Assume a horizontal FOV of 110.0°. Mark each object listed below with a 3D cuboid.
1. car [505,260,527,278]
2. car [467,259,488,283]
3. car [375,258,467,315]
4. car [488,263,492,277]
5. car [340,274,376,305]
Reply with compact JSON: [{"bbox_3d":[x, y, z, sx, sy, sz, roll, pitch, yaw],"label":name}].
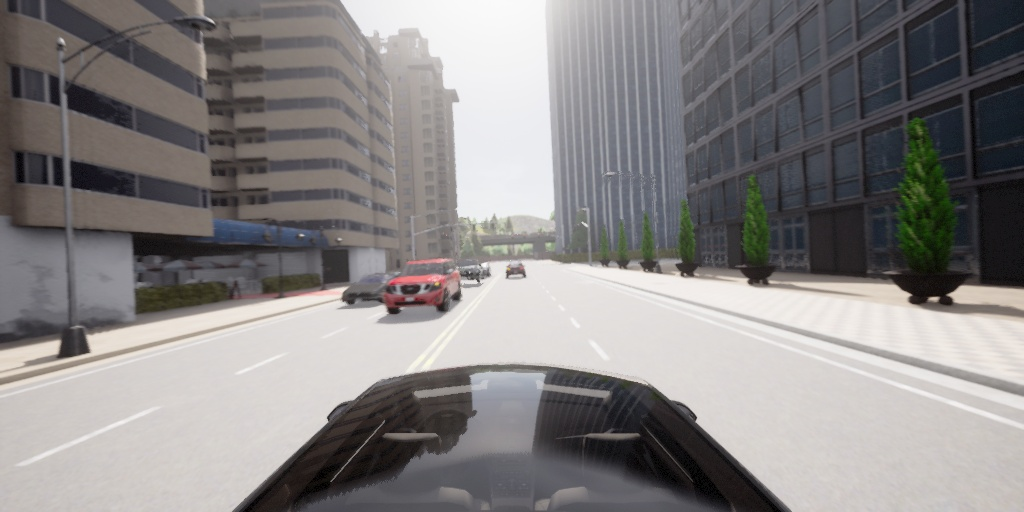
[{"bbox_3d":[0.365,1.290,34.410,1.812,1.442,4.674,-3,0,1],"label":"car"},{"bbox_3d":[-3.297,1.000,26.991,2.097,1.767,4.553,-3,0,1],"label":"car"},{"bbox_3d":[-3.530,1.146,15.209,2.150,2.045,5.566,-3,0,1],"label":"car"},{"bbox_3d":[-3.159,1.427,37.526,2.128,1.511,4.902,-3,0,1],"label":"car"},{"bbox_3d":[-6.966,1.639,18.924,2.033,1.411,5.357,-3,0,1],"label":"car"}]
